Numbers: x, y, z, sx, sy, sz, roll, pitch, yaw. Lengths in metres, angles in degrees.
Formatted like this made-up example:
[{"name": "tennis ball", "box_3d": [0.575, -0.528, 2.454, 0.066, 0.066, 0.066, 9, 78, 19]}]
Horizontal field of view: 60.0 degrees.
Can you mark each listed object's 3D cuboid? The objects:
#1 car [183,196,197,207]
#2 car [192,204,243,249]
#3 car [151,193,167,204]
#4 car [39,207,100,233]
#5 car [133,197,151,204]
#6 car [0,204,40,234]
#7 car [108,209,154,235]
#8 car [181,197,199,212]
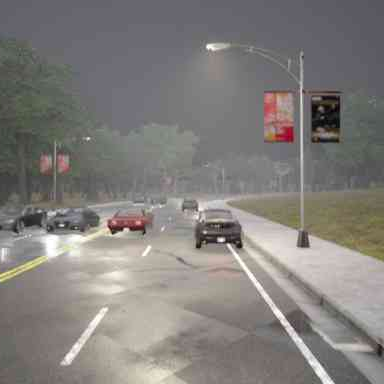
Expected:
[{"name": "car", "box_3d": [-0.281, 1.430, 50.397, 1.882, 1.535, 5.008, 0, 0, 3]}, {"name": "car", "box_3d": [1.042, 1.485, 14.497, 1.837, 1.490, 4.892, 0, 0, 0]}, {"name": "car", "box_3d": [-6.114, 1.164, 61.238, 2.150, 2.045, 5.566, 0, 0, 6]}, {"name": "car", "box_3d": [-6.727, 1.538, 19.172, 1.994, 1.385, 4.181, 0, 0, 0]}, {"name": "car", "box_3d": [-9.417, 1.515, 60.630, 1.994, 1.385, 4.181, 0, 0, 6]}, {"name": "car", "box_3d": [-9.977, 1.466, 19.066, 2.128, 1.511, 4.902, 0, 0, 0]}, {"name": "car", "box_3d": [-3.274, 1.576, 18.717, 1.895, 1.301, 4.718, 0, 0, 0]}, {"name": "car", "box_3d": [-0.218, 1.454, 38.684, 2.128, 1.511, 4.902, 0, 0, 0]}]
